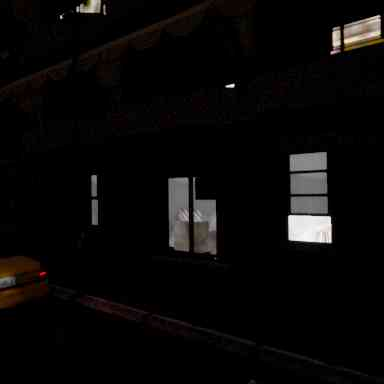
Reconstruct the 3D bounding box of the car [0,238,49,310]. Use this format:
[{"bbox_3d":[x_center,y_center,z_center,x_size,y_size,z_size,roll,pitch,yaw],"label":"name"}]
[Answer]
[{"bbox_3d":[-5.130,1.455,6.915,5.366,1.575,1.801,0,0,36],"label":"car"}]
